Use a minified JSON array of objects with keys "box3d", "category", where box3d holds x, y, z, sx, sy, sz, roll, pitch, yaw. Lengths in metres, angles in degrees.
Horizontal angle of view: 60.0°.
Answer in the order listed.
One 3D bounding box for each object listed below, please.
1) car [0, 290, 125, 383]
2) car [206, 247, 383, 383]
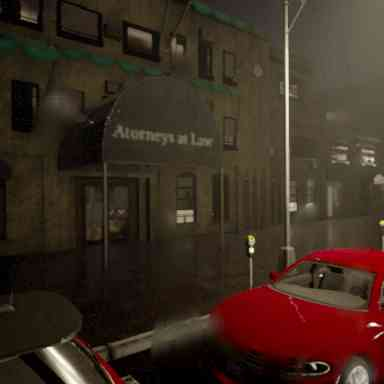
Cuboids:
[{"box3d":[-2.200,1.441,1.343,4.097,1.590,1.967,0,-1,-37],"category":"car"},{"box3d":[2.214,1.543,4.705,4.507,1.381,1.887,0,-1,-37],"category":"car"}]
